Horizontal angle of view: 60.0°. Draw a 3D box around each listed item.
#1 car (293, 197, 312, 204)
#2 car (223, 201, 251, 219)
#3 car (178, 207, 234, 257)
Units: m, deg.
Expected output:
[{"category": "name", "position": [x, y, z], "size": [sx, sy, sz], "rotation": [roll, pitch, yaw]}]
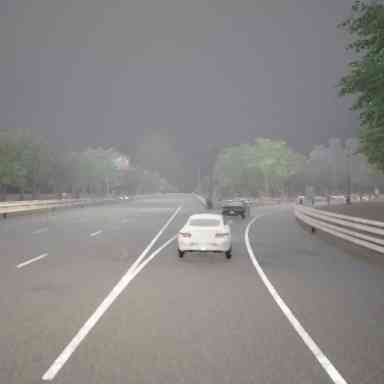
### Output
[{"category": "car", "position": [19.517, 1.584, 58.155], "size": [1.895, 1.301, 4.718], "rotation": [0, 0, 40]}, {"category": "car", "position": [4.000, 1.504, 29.353], "size": [1.882, 1.535, 5.008], "rotation": [0, 0, 17]}, {"category": "car", "position": [0.589, 1.530, 12.835], "size": [1.812, 1.442, 4.674], "rotation": [0, 0, 6]}]
